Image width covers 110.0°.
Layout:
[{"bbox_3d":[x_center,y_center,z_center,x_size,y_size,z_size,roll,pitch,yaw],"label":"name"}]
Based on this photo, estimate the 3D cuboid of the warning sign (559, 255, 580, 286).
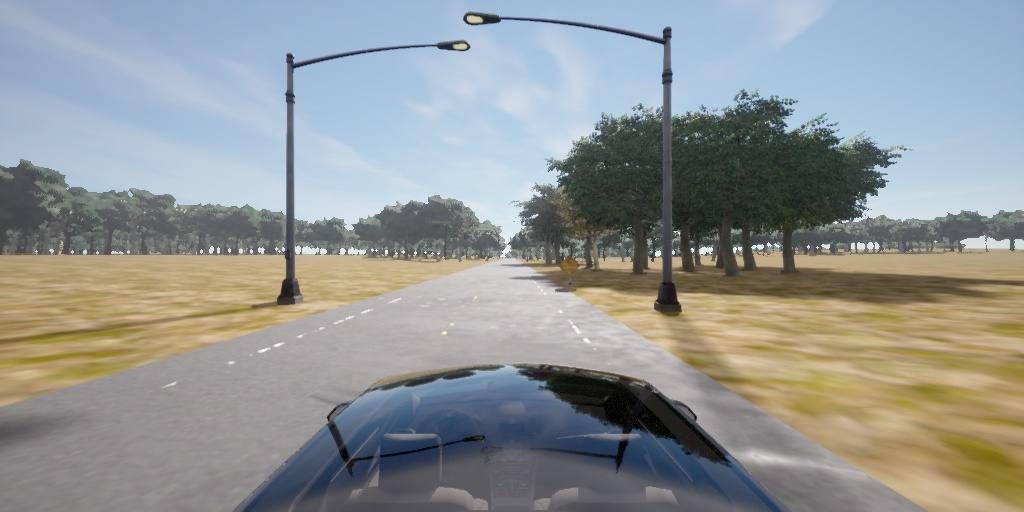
[{"bbox_3d":[3.550,0.876,21.801,1.300,1.860,1.060,0,0,0],"label":"warning sign"}]
